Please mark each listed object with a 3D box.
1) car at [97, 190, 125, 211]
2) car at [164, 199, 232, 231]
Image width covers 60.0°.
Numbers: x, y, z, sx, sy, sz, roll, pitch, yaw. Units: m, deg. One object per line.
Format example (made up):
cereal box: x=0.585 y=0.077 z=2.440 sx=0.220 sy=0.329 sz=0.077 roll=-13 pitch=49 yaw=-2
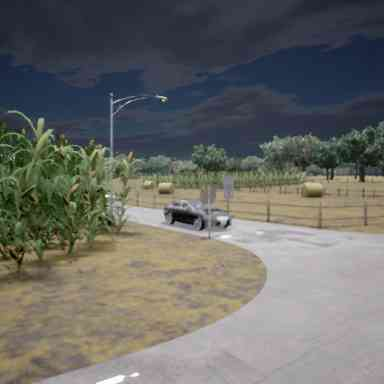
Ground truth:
car: x=-8.010 y=0.650 z=30.149 sx=2.150 sy=2.045 sz=5.566 roll=-1 pitch=1 yaw=-35
car: x=0.191 y=1.189 z=18.447 sx=2.128 sy=1.511 sz=4.902 roll=-1 pitch=2 yaw=-34
